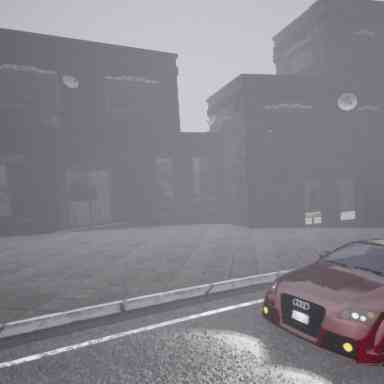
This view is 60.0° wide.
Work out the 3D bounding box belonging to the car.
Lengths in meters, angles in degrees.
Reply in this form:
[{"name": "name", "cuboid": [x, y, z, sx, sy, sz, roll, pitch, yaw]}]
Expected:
[{"name": "car", "cuboid": [3.229, 1.535, 5.590, 4.181, 1.385, 1.994, 0, 0, -30]}]
